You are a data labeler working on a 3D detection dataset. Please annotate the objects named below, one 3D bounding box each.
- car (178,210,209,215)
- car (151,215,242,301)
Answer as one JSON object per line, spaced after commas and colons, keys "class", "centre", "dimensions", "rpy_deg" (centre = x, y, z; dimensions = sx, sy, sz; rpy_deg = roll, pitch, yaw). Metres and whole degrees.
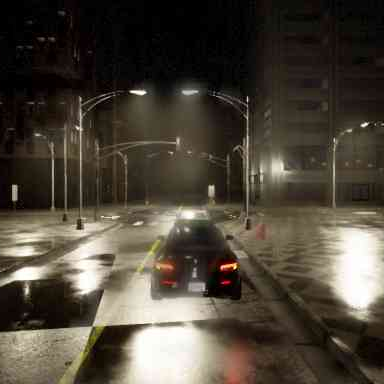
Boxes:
{"class": "car", "centre": [0.074, 1.593, 17.235], "dimensions": [1.895, 1.301, 4.718], "rpy_deg": [0, 0, 0]}
{"class": "car", "centre": [0.085, 1.523, 8.210], "dimensions": [1.812, 1.442, 4.674], "rpy_deg": [0, 0, 0]}
